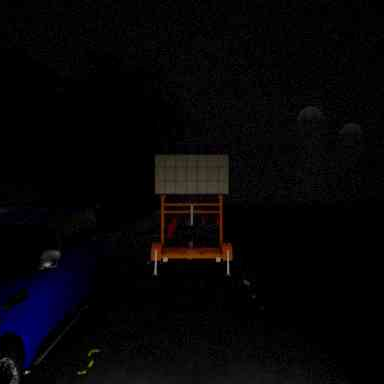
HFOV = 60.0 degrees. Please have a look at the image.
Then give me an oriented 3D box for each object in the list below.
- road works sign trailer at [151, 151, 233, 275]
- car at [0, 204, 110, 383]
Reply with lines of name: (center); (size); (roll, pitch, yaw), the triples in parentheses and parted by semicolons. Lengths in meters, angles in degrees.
road works sign trailer: (-0.004, 0.504, 10.526); (2.380, 3.560, 2.880); (0, 0, 0)
car: (-2.752, 1.235, 4.681); (2.150, 2.045, 5.566); (0, 0, 0)
